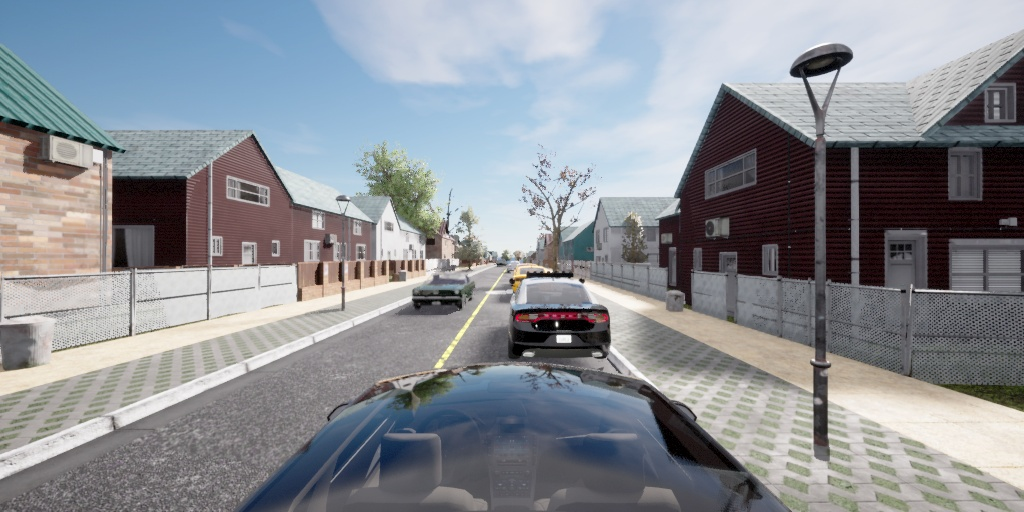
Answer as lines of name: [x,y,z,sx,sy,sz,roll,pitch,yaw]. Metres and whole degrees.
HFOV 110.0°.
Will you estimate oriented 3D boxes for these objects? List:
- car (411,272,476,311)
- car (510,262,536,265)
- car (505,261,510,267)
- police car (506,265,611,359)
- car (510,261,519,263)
car: [-2.646,1.355,14.747,1.895,1.301,4.718,0,0,0]
car: [0.957,1.238,18.445,1.882,1.535,5.008,0,0,0]
car: [0.365,1.383,45.720,1.812,1.442,4.674,0,0,1]
police car: [0.883,1.176,8.555,1.930,1.638,5.238,0,0,0]
car: [1.001,1.250,24.446,1.882,1.535,5.008,0,0,0]
